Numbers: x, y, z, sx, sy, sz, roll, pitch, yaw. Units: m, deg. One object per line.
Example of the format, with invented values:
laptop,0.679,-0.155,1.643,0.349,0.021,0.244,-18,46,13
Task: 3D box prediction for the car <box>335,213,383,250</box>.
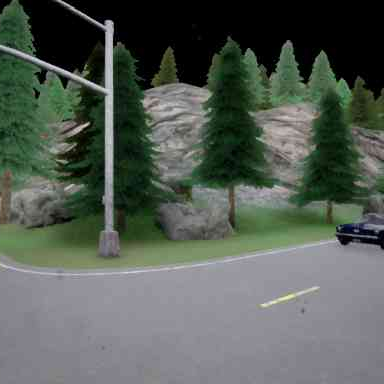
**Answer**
car,8.198,1.610,14.516,4.718,1.301,1.895,0,0,-39
